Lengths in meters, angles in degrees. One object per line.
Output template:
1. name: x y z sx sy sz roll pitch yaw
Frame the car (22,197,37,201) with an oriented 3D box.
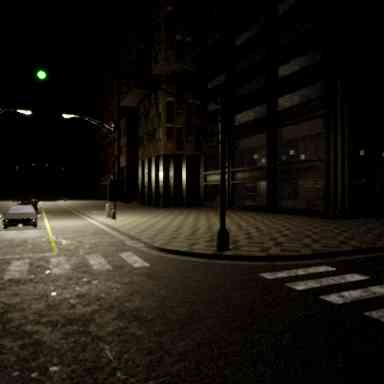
1. car: -17.010 1.538 34.460 1.994 1.385 4.181 0 0 -25

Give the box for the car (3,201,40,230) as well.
1. car: -10.942 1.529 21.447 2.033 1.411 5.357 0 0 -25
